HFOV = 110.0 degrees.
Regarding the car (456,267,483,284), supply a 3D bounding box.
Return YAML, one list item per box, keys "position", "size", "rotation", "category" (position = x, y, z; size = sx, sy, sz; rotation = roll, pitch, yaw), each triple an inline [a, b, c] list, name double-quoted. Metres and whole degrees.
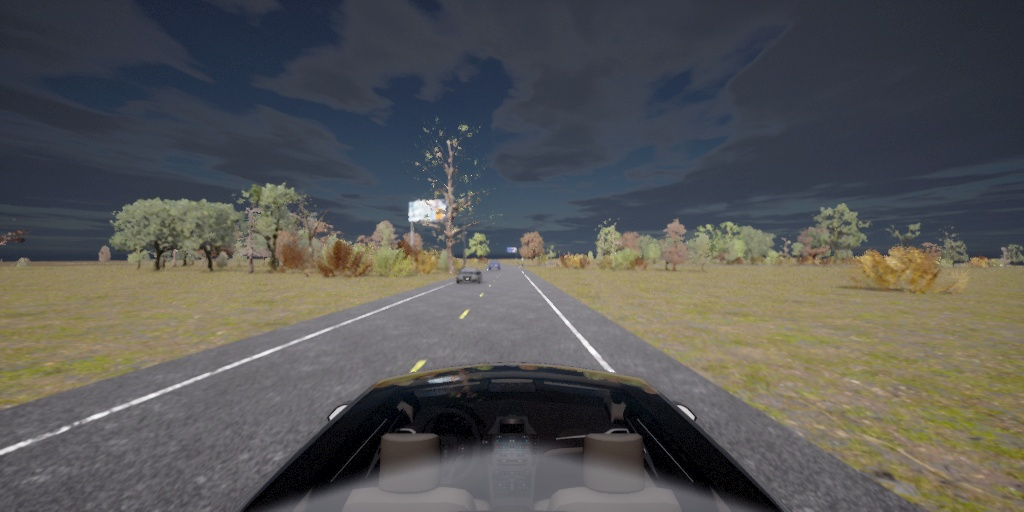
- position: [-3.582, 1.669, 30.768]
  size: [1.994, 1.385, 4.181]
  rotation: [0, -1, 0]
  category: "car"
